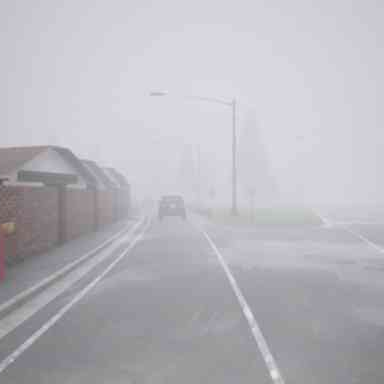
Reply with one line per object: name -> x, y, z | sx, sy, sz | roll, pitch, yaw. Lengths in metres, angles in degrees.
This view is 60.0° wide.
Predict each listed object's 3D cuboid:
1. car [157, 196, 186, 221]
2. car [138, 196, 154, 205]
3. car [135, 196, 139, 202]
car -> -1.770, 1.314, 28.552 | 2.150, 2.045, 5.566 | 0, 0, -6
car -> -8.429, 1.704, 63.821 | 2.128, 1.511, 4.902 | 0, 0, -16
car -> -11.319, 1.603, 73.525 | 1.812, 1.442, 4.674 | 0, 0, -19
